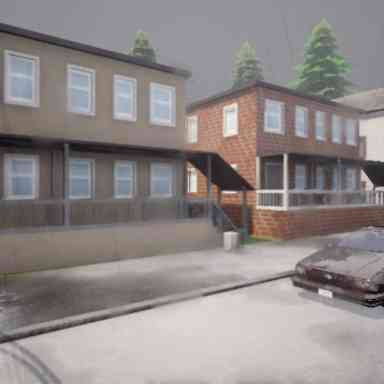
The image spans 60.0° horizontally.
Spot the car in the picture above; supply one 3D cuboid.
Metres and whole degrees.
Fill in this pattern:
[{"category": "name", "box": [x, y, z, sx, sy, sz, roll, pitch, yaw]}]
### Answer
[{"category": "car", "box": [4.740, 1.549, 7.908, 5.357, 1.411, 2.033, 0, 0, -35]}]
